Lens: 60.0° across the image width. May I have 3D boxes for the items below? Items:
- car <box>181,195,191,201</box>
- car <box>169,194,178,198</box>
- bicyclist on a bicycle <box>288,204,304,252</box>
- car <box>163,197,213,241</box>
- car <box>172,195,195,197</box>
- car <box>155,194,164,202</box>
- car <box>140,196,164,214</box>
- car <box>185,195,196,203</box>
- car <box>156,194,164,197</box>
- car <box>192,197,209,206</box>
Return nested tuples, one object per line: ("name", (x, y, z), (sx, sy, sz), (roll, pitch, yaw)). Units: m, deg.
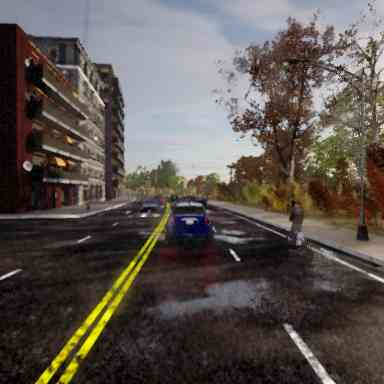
("car", (-1.491, 1.410, 80.085), (1.994, 1.385, 4.181), (0, 0, -7))
("car", (-3.795, 1.235, 71.384), (2.097, 1.767, 4.553), (0, 0, -6))
("bicyclist on a bicycle", (3.987, 1.351, 12.862), (0.659, 1.776, 1.843), (0, 0, -1))
("car", (-0.146, 1.330, 16.547), (2.097, 1.767, 4.553), (0, 0, -1))
("car", (-0.913, 1.440, 35.966), (2.128, 1.511, 4.902), (0, 0, -3))
("car", (-6.919, 1.228, 70.019), (1.882, 1.535, 5.008), (0, 0, -6))
("car", (-4.319, 1.499, 35.289), (2.033, 1.411, 5.357), (0, 0, -3))
("car", (-0.331, 1.358, 69.522), (1.882, 1.535, 5.008), (0, 0, -6))
("car", (-5.541, 1.396, 54.179), (1.882, 1.535, 5.008), (0, 0, -4))
("car", (1.268, 1.462, 52.597), (2.033, 1.411, 5.357), (0, 0, -4))
